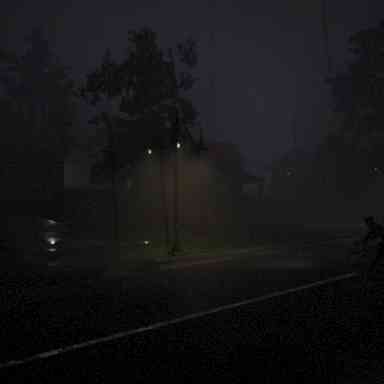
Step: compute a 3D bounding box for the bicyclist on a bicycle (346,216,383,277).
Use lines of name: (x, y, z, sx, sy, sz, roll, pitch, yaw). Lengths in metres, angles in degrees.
bicyclist on a bicycle: (4.715, 1.455, 8.505, 0.582, 1.620, 1.656, 0, -2, -35)
